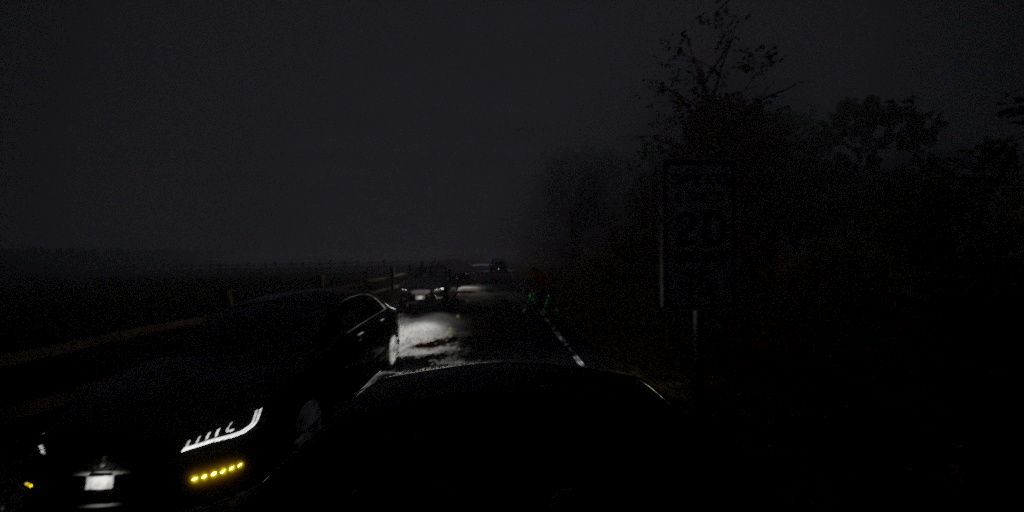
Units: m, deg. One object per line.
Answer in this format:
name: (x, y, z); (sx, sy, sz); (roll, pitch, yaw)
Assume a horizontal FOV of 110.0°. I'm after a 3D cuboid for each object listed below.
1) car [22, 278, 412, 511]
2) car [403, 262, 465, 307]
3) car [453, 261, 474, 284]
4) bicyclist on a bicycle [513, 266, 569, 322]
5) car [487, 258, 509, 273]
car: (-2.919, 1.276, 4.862); (1.837, 1.490, 4.892); (-1, 0, -3)
car: (-3.377, 1.194, 15.180); (2.128, 1.511, 4.902); (-1, 0, -3)
car: (-3.839, 1.102, 25.861); (1.882, 1.535, 5.008); (-1, 1, -2)
bicyclist on a bicycle: (0.824, 1.129, 10.434); (1.656, 1.620, 0.582); (-1, 0, -3)
car: (-1.431, 0.990, 37.790); (1.837, 1.490, 4.892); (-1, 1, -2)
